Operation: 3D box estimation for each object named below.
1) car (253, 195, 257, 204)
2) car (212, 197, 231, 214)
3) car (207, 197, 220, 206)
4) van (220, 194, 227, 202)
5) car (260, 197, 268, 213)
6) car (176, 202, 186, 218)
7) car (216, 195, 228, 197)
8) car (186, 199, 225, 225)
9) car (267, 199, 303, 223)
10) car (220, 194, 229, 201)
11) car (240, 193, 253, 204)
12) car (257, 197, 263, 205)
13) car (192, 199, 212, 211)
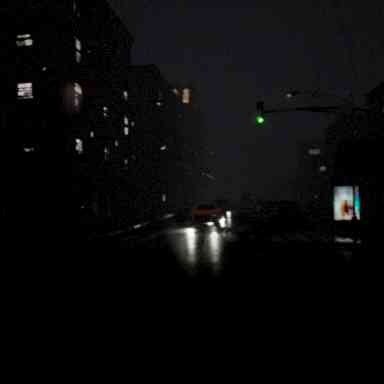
[{"bbox_3d":[12.229,1.540,58.554,2.008,1.369,4.403,-2,0,9],"label":"car"},{"bbox_3d":[2.618,1.566,34.399,2.128,1.511,4.902,-1,0,9],"label":"car"},{"bbox_3d":[3.921,1.685,59.662,1.752,1.417,4.829,-2,0,9],"label":"car"},{"bbox_3d":[8.321,1.555,87.975,1.690,1.788,3.998,-2,0,9],"label":"van"},{"bbox_3d":[8.726,1.541,36.038,1.802,1.307,4.206,-2,0,9],"label":"car"},{"bbox_3d":[-0.431,1.674,31.685,2.008,1.369,4.403,-2,0,9],"label":"car"},{"bbox_3d":[4.227,1.591,44.679,1.837,1.490,4.892,-1,0,9],"label":"car"},{"bbox_3d":[1.114,1.542,24.691,1.882,1.535,5.008,-1,0,10],"label":"car"},{"bbox_3d":[6.971,1.387,24.780,1.967,1.590,4.097,-2,0,9],"label":"car"},{"bbox_3d":[9.195,1.542,93.603,2.192,1.841,5.009,-2,0,9],"label":"car"},{"bbox_3d":[10.371,1.271,63.531,2.150,2.045,5.566,-1,0,9],"label":"car"},{"bbox_3d":[9.601,1.516,41.668,2.008,1.369,4.403,-2,0,9],"label":"car"},{"bbox_3d":[1.320,1.687,42.943,2.008,1.369,4.403,-2,0,9],"label":"car"}]
